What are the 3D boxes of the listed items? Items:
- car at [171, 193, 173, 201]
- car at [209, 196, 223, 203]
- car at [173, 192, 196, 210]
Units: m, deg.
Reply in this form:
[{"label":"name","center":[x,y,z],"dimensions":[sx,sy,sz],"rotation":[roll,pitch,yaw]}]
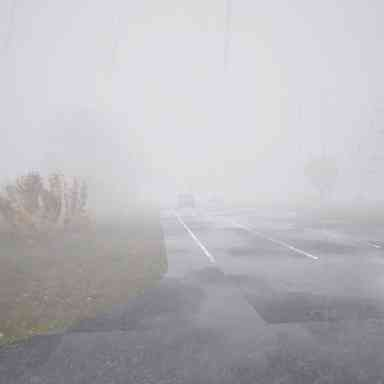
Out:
[{"label":"car","center":[-3.558,1.245,74.053],"dimensions":[1.812,1.442,4.674],"rotation":[0,0,0]},{"label":"car","center":[4.289,1.321,59.821],"dimensions":[1.994,1.385,4.181],"rotation":[0,0,-6]},{"label":"car","center":[-0.825,1.085,41.778],"dimensions":[2.150,2.045,5.566],"rotation":[0,0,-6]}]
